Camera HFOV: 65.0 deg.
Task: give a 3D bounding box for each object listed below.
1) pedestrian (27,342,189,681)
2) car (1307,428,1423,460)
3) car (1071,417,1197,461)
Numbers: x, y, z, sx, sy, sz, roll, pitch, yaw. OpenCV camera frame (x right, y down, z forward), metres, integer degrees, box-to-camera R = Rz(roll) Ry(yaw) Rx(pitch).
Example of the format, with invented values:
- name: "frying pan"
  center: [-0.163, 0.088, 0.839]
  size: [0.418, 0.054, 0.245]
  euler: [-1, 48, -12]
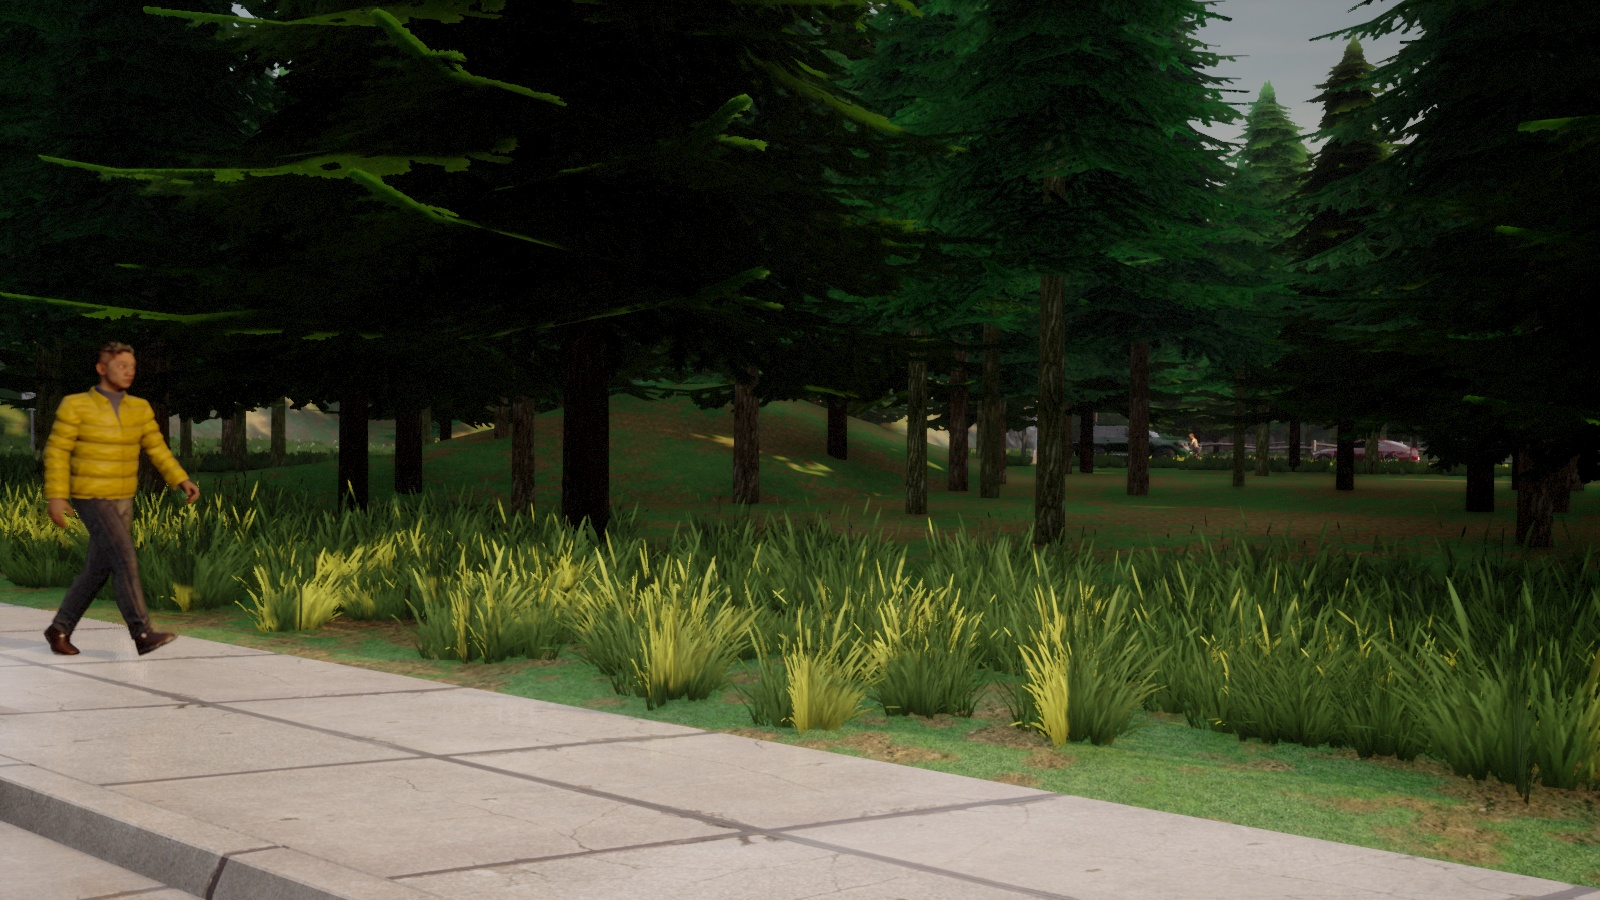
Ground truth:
- name: "pedestrian"
  center: [-3.924, 0.332, 7.133]
  size: [0.709, 1.840, 0.431]
  euler: [0, 1, 23]
- name: "car"
  center: [26.390, -0.283, 58.711]
  size: [4.674, 1.442, 1.812]
  euler: [0, 1, 35]
- name: "car"
  center: [16.302, -0.534, 61.307]
  size: [5.566, 2.045, 2.150]
  euler: [0, 1, 29]
